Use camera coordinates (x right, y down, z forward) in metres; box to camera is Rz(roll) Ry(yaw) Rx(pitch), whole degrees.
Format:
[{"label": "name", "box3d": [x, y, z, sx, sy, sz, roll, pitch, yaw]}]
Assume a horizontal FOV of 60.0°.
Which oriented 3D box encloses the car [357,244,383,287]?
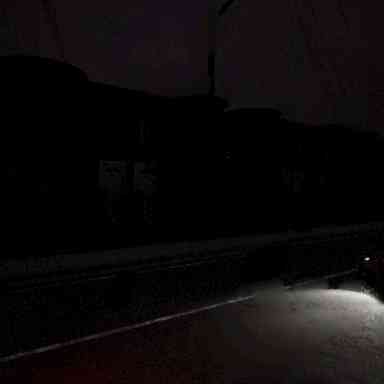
[{"label": "car", "box3d": [5.925, 1.562, 8.170, 4.181, 1.385, 1.994, 0, 0, -36]}]
